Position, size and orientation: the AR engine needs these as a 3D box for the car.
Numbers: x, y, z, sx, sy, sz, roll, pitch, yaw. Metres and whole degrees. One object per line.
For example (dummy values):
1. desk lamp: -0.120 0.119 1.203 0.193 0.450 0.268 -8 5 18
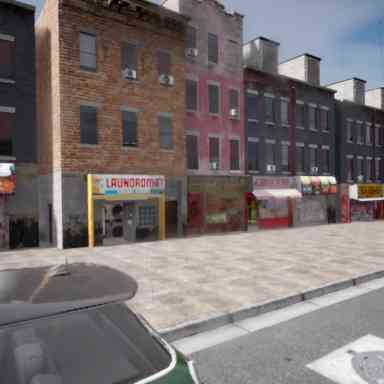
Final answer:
1. car: -2.068 1.352 1.594 4.553 1.767 2.097 0 0 -36
